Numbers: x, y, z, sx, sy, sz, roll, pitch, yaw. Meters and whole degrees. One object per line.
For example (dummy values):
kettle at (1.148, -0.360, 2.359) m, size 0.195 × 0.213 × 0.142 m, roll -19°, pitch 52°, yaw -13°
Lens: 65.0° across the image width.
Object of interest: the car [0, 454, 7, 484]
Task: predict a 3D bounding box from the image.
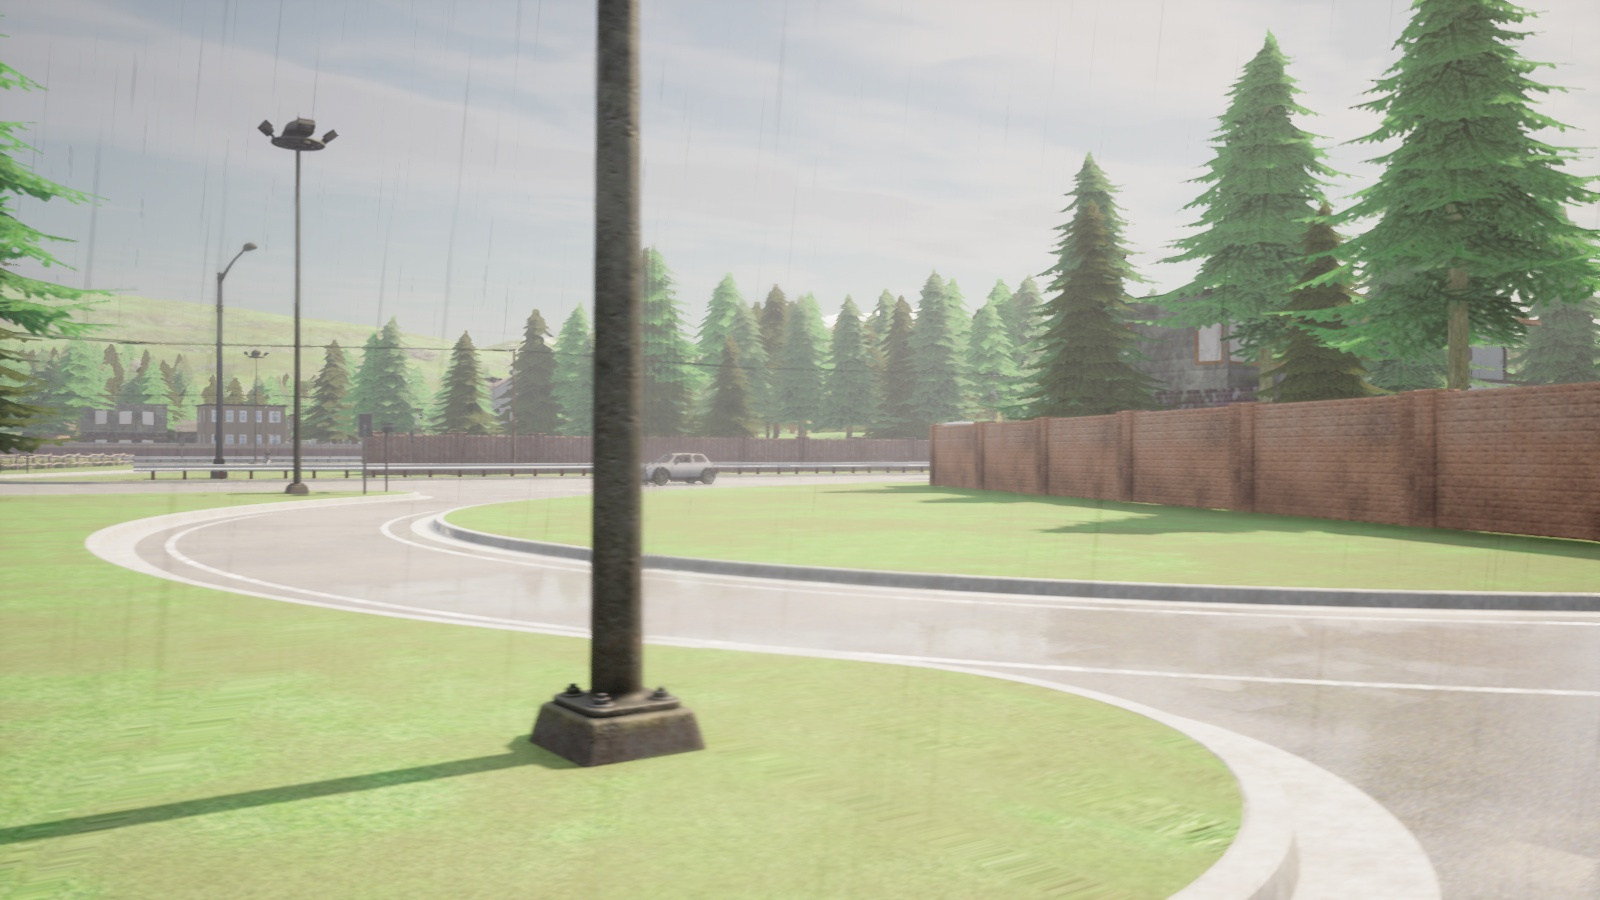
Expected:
car at (-41.491, 0.939, 61.507) m, size 2.128 × 1.511 × 4.902 m, roll 0°, pitch 0°, yaw 1°

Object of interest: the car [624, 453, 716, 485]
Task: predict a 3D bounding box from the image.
car at (-6.052, 0.867, 58.769) m, size 3.806 × 1.475 × 1.970 m, roll 0°, pitch 0°, yaw -35°
